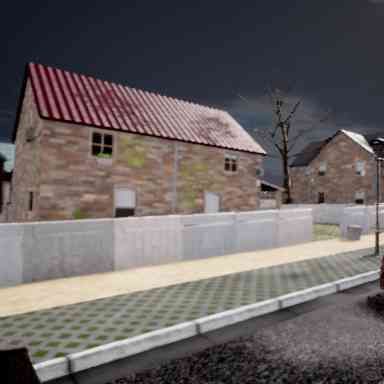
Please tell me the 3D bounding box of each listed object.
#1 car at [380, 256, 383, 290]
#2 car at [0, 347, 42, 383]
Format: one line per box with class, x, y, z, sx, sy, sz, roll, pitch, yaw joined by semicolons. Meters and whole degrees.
car;6.233;1.368;7.529;4.553;1.767;2.097;0;0;-36
car;-2.893;1.600;1.001;4.718;1.301;1.895;0;0;-36
